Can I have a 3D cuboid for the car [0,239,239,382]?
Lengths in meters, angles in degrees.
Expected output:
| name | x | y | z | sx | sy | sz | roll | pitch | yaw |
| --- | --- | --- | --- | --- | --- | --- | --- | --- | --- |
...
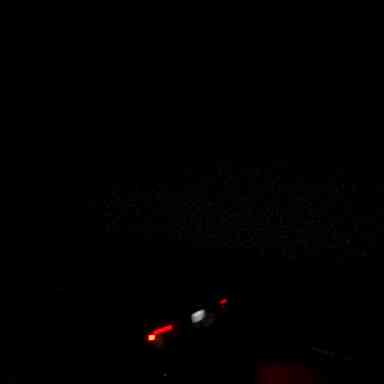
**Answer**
| name | x | y | z | sx | sy | sz | roll | pitch | yaw |
| --- | --- | --- | --- | --- | --- | --- | --- | --- | --- |
| car | -1.891 | 1.542 | 5.575 | 5.357 | 1.411 | 2.033 | 0 | 0 | 38 |
